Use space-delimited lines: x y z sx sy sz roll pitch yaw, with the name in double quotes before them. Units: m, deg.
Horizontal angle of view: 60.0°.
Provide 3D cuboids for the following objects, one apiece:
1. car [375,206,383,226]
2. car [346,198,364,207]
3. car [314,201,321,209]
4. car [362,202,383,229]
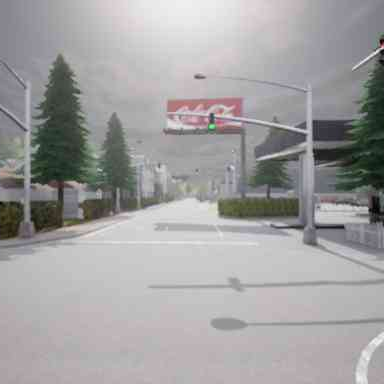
"car" 18.678 2.036 28.608 4.611 1.667 2.242 0 -1 0
"car" 34.866 2.374 69.804 2.007 1.523 4.514 0 -1 0
"car" 22.467 2.338 62.006 1.970 1.475 3.806 0 -1 0
"car" 14.354 1.797 22.938 3.866 1.878 1.905 0 -1 0
